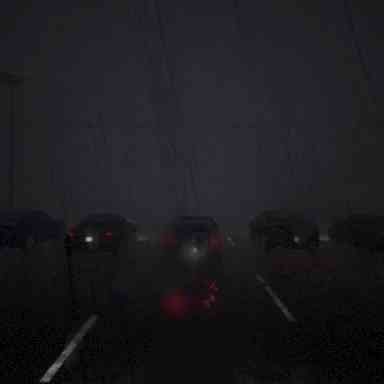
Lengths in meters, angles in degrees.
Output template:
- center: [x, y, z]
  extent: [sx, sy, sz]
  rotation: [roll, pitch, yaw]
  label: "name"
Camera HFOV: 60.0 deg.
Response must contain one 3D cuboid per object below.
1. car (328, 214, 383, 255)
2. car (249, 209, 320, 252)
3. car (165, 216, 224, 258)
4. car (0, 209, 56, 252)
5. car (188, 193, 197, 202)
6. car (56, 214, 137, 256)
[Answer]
- center: [7.085, 1.542, 13.214]
  extent: [1.994, 1.385, 4.181]
  rotation: [0, 0, 0]
  label: "car"
- center: [3.589, 1.454, 13.751]
  extent: [1.882, 1.535, 5.008]
  rotation: [0, 0, 0]
  label: "car"
- center: [0.085, 1.579, 12.722]
  extent: [1.895, 1.301, 4.718]
  rotation: [0, 0, 0]
  label: "car"
- center: [-6.911, 1.454, 13.753]
  extent: [1.882, 1.535, 5.008]
  rotation: [0, 0, 0]
  label: "car"
- center: [0.053, 1.357, 71.542]
  extent: [1.882, 1.535, 5.008]
  rotation: [0, 0, 0]
  label: "car"
- center: [-3.415, 1.542, 13.087]
  extent: [1.994, 1.385, 4.181]
  rotation: [0, 0, 0]
  label: "car"
